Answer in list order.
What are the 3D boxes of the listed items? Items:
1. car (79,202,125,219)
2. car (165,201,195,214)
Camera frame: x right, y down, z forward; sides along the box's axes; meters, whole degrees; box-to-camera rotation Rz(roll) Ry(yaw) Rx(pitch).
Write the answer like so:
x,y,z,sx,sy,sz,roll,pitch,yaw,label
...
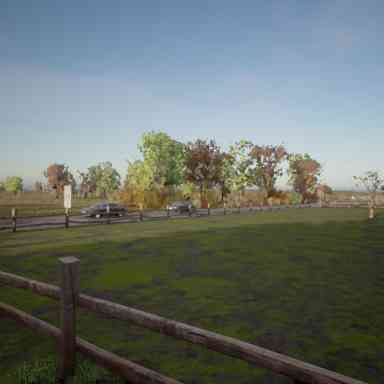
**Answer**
x,y,z,sx,sy,sz,roll,pitch,yaw,label
-8.852,1.808,33.110,1.837,1.490,4.892,1,0,35,car
-1.518,1.977,43.414,2.128,1.511,4.902,1,0,36,car
